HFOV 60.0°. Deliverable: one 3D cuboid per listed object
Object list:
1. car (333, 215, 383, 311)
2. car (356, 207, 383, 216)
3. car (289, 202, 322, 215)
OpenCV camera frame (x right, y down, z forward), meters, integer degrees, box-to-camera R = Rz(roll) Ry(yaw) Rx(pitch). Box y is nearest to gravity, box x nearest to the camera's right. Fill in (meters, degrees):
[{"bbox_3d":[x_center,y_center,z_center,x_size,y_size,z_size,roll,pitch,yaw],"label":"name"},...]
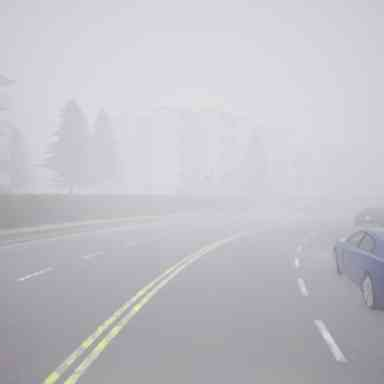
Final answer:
[{"bbox_3d":[4.677,1.568,7.760,1.882,1.535,5.008,0,0,12],"label":"car"},{"bbox_3d":[13.894,1.840,25.230,1.994,1.385,4.181,0,0,41],"label":"car"},{"bbox_3d":[13.421,1.860,39.081,4.674,1.442,1.812,1,-1,-38],"label":"car"}]
